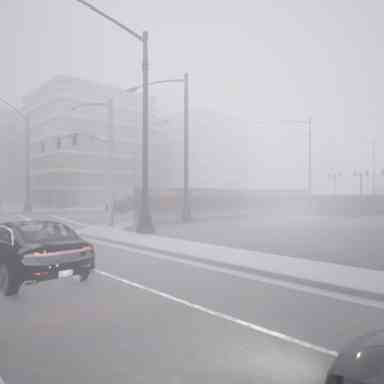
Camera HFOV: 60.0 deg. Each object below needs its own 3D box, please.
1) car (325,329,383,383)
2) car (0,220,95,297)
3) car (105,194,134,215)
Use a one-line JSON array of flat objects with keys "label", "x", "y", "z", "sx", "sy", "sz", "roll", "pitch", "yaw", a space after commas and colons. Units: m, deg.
[{"label": "car", "x": 3.200, "y": 1.505, "z": 1.582, "sx": 4.892, "sy": 1.490, "sz": 1.837, "roll": 0, "pitch": 0, "yaw": 38}, {"label": "car", "x": -4.321, "y": 1.492, "z": 8.751, "sx": 2.128, "sy": 1.511, "sz": 4.902, "roll": 0, "pitch": 0, "yaw": -43}, {"label": "car", "x": -6.298, "y": 1.221, "z": 34.992, "sx": 5.566, "sy": 2.045, "sz": 2.150, "roll": 0, "pitch": 0, "yaw": -44}]
